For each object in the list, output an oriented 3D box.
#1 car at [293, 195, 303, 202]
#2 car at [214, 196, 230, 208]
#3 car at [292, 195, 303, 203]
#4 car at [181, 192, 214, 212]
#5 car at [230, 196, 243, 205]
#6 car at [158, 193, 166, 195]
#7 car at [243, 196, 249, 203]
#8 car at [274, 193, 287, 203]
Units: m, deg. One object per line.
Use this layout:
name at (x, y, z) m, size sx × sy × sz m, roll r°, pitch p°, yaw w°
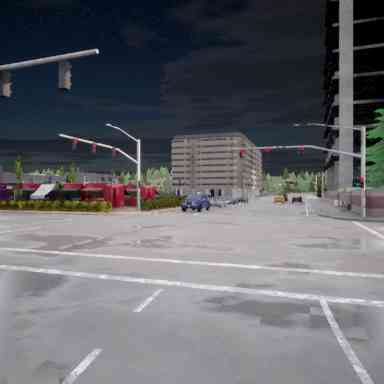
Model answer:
car at (24.658, 1.525, 77.345) m, size 2.128 × 1.511 × 4.902 m, roll 0°, pitch 0°, yaw 19°
car at (3.693, 1.601, 48.537) m, size 1.895 × 1.301 × 4.718 m, roll 0°, pitch 0°, yaw 19°
car at (21.376, 1.478, 67.598) m, size 1.882 × 1.535 × 5.008 m, roll 0°, pitch 0°, yaw 19°
car at (0.554, 1.221, 39.292) m, size 2.150 × 2.045 × 5.566 m, roll 0°, pitch 0°, yaw 19°
car at (6.807, 1.491, 57.658) m, size 2.128 × 1.511 × 4.902 m, roll 0°, pitch 0°, yaw 19°
car at (-8.052, 1.209, 81.411) m, size 4.605 × 1.855 × 1.932 m, roll 0°, pitch 0°, yaw 19°
car at (10.270, 1.547, 67.649) m, size 2.033 × 1.411 × 5.357 m, roll 0°, pitch 0°, yaw 19°
car at (18.161, 1.478, 68.999) m, size 1.882 × 1.535 × 5.008 m, roll 0°, pitch 0°, yaw 19°
